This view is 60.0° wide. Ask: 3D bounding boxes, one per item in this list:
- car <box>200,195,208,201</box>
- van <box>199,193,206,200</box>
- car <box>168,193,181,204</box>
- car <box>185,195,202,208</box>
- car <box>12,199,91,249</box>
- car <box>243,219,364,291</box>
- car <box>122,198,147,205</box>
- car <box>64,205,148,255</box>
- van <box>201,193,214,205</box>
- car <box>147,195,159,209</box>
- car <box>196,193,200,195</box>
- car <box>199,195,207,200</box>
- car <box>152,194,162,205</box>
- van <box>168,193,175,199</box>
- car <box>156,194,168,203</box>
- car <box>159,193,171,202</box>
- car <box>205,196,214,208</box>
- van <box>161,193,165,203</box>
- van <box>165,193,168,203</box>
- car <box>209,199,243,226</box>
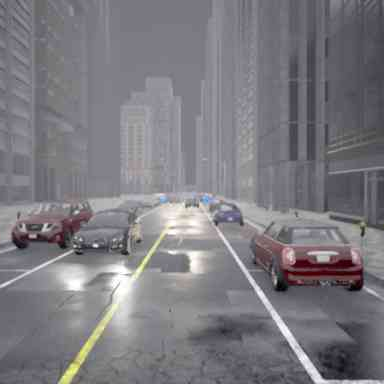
[{"bbox_3d":[2.756,1.392,76.619,1.802,1.307,4.206,0,0,0],"label":"car"},{"bbox_3d":[2.755,1.123,87.900,1.690,1.788,3.998,0,0,0],"label":"van"},{"bbox_3d":[-3.009,1.360,61.160,1.837,1.490,4.892,0,0,0],"label":"car"},{"bbox_3d":[0.035,1.491,44.574,1.895,1.301,4.718,0,0,1],"label":"car"},{"bbox_3d":[-5.767,1.279,14.565,2.192,1.841,5.009,0,0,0],"label":"car"},{"bbox_3d":[2.759,1.418,8.930,1.967,1.590,4.097,0,0,0],"label":"car"},{"bbox_3d":[-5.767,1.488,31.488,1.947,1.339,4.313,0,0,0],"label":"car"},{"bbox_3d":[-3.101,1.472,13.130,1.837,1.490,4.892,0,0,0],"label":"car"},{"bbox_3d":[2.756,1.208,54.056,1.690,1.788,3.998,0,0,0],"label":"van"},{"bbox_3d":[-5.768,1.445,42.770,2.008,1.369,4.403,0,0,0],"label":"car"},{"bbox_3d":[-0.003,1.333,58.680,1.882,1.535,5.008,0,0,0],"label":"car"},{"bbox_3d":[2.756,1.362,82.259,1.947,1.339,4.313,0,0,0],"label":"car"},{"bbox_3d":[-5.768,1.406,48.240,1.752,1.417,4.829,0,0,0],"label":"car"},{"bbox_3d":[-5.771,1.109,93.537,1.690,1.788,3.998,0,0,0],"label":"van"},{"bbox_3d":[-5.769,1.279,65.332,1.967,1.590,4.097,0,0,0],"label":"car"},{"bbox_3d":[-5.770,1.140,70.973,2.192,1.841,5.009,0,0,0],"label":"car"},{"bbox_3d":[2.758,1.453,37.134,1.887,1.381,4.507,0,0,0],"label":"car"},{"bbox_3d":[-5.769,1.208,54.050,1.690,1.788,3.998,0,0,0],"label":"van"},{"bbox_3d":[-5.769,1.194,59.691,1.690,1.788,3.998,0,0,0],"label":"van"},{"bbox_3d":[2.350,1.470,22.597,1.812,1.442,4.674,0,0,0],"label":"car"}]
